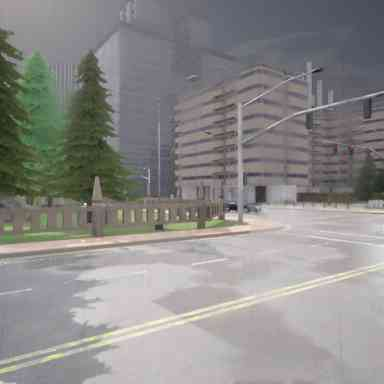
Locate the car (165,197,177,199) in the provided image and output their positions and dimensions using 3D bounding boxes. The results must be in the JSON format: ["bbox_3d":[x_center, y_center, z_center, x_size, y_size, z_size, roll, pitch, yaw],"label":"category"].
[{"bbox_3d":[-2.722,1.478,46.816,1.882,1.535,5.008,0,0,-35],"label":"car"}]

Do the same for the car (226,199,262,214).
[{"bbox_3d":[5.302,1.491,35.528,2.128,1.511,4.902,0,0,-35],"label":"car"}]
